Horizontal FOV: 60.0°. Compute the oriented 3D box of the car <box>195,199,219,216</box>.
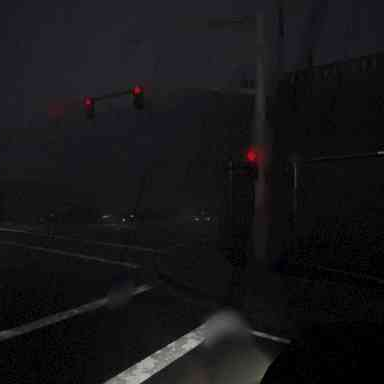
[{"bbox_3d":[2.527,1.603,33.997,2.033,1.411,5.357,0,0,35],"label":"car"}]

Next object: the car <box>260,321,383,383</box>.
[{"bbox_3d":[3.041,1.547,1.799,5.357,1.411,2.033,0,0,36],"label":"car"}]

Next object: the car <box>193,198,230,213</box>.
[{"bbox_3d":[2.357,1.547,39.798,2.128,1.511,4.902,0,0,35],"label":"car"}]

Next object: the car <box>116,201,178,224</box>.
[{"bbox_3d":[-3.306,1.603,25.785,2.033,1.411,5.357,0,0,35],"label":"car"}]

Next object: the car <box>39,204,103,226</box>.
[{"bbox_3d":[-8.708,1.581,24.258,1.812,1.442,4.674,0,0,37],"label":"car"}]

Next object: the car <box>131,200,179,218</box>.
[{"bbox_3d":[-3.421,1.581,31.659,1.812,1.442,4.674,0,0,36],"label":"car"}]
